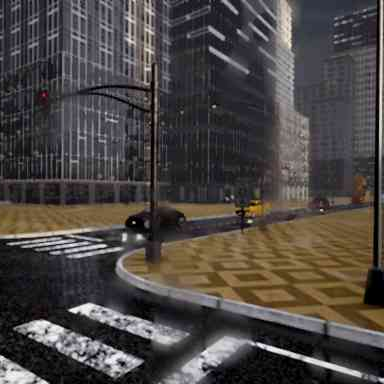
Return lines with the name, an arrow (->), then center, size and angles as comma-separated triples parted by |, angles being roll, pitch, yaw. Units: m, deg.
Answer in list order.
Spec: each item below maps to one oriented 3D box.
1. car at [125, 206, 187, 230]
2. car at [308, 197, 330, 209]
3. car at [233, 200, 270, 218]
car -> -2.190, 1.604, 20.943 | 1.994, 1.385, 4.181 | 1, 0, 37
car -> 18.525, 1.549, 48.485 | 2.097, 1.767, 4.553 | 1, 0, 37
car -> 5.735, 1.580, 31.539 | 1.882, 1.535, 5.008 | 1, 1, 37
